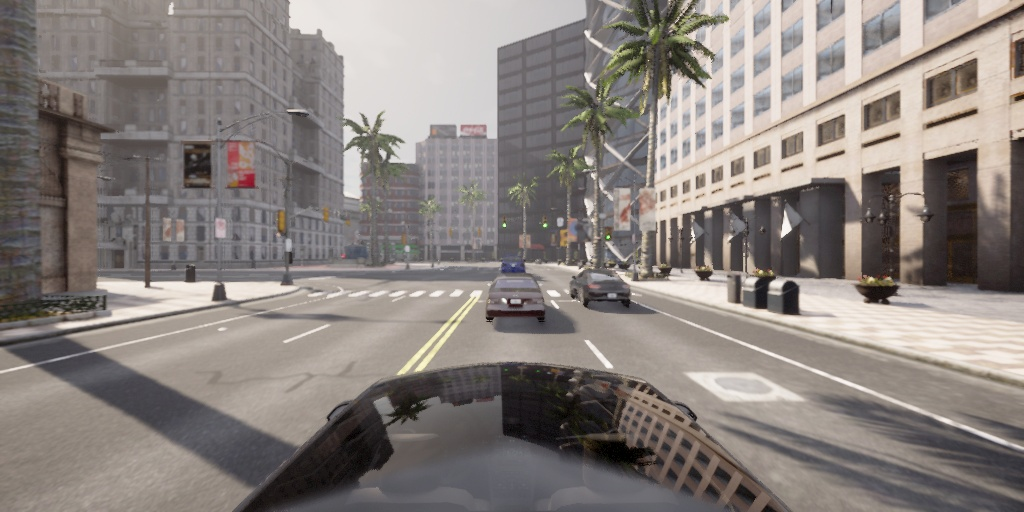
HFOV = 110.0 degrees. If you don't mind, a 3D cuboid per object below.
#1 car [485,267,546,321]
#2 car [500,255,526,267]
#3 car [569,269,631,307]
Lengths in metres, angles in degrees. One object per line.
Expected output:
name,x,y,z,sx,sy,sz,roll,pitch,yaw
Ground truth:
car,0.100,1.281,12.283,2.033,1.411,5.357,0,0,0
car,0.101,0.922,33.821,2.150,2.045,5.566,0,0,0
car,3.602,1.255,15.174,1.812,1.442,4.674,0,0,0
